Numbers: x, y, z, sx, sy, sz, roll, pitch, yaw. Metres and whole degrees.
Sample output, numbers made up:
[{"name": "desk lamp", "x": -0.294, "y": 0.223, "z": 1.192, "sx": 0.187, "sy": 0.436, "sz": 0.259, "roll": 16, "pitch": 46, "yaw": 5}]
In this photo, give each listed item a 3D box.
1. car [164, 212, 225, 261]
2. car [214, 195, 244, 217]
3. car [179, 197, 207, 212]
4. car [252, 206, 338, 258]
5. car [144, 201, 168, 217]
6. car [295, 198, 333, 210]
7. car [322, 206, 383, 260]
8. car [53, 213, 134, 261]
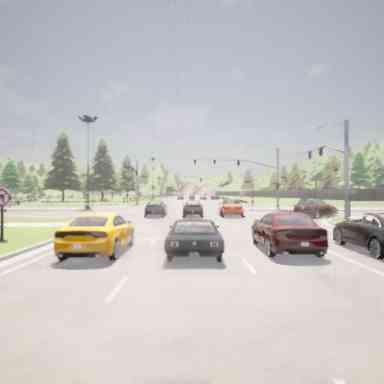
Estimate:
[{"name": "car", "x": 0.081, "y": 1.627, "z": 12.340, "sx": 1.895, "sy": 1.301, "sz": 4.718, "roll": 0, "pitch": 0, "yaw": 0}, {"name": "car", "x": 3.589, "y": 1.419, "z": 31.651, "sx": 2.097, "sy": 1.767, "sz": 4.553, "roll": 0, "pitch": 0, "yaw": 0}, {"name": "car", "x": 0.089, "y": 1.558, "z": 31.911, "sx": 2.128, "sy": 1.511, "sz": 4.902, "roll": 0, "pitch": 0, "yaw": 0}, {"name": "car", "x": 3.584, "y": 1.505, "z": 12.980, "sx": 1.882, "sy": 1.535, "sz": 5.008, "roll": 0, "pitch": 0, "yaw": 0}, {"name": "car", "x": -3.411, "y": 1.558, "z": 31.905, "sx": 2.128, "sy": 1.511, "sz": 4.902, "roll": 0, "pitch": 0, "yaw": 0}, {"name": "car", "x": 11.105, "y": 1.416, "z": 29.831, "sx": 4.553, "sy": 1.767, "sz": 2.097, "roll": 0, "pitch": 0, "yaw": -41}, {"name": "car", "x": 7.082, "y": 1.519, "z": 12.618, "sx": 2.128, "sy": 1.511, "sz": 4.902, "roll": 0, "pitch": 0, "yaw": 0}, {"name": "car", "x": -3.420, "y": 1.504, "z": 12.465, "sx": 1.882, "sy": 1.535, "sz": 5.008, "roll": 0, "pitch": 0, "yaw": 0}]
